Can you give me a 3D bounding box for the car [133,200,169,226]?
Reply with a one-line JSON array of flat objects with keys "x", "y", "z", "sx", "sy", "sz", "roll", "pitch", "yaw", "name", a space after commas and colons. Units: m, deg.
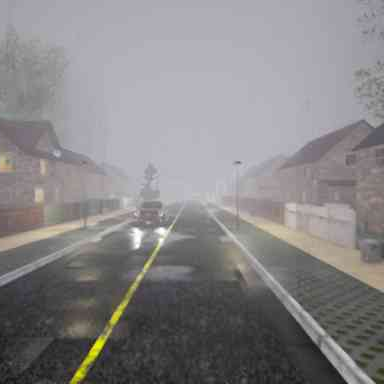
[{"x": -2.783, "y": 1.387, "z": 23.544, "sx": 2.097, "sy": 1.767, "sz": 4.553, "roll": 0, "pitch": 0, "yaw": 0, "name": "car"}]
